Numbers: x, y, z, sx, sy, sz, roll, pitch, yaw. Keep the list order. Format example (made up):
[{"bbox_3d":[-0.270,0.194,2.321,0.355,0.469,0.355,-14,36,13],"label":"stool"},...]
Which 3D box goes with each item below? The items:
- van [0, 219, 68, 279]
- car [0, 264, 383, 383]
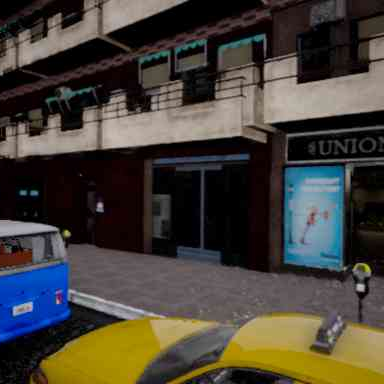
[{"bbox_3d":[-3.793,1.340,5.565,3.998,1.788,1.690,0,1,36],"label":"van"},{"bbox_3d":[0.699,1.525,2.365,4.829,1.417,1.752,0,1,35],"label":"car"}]
